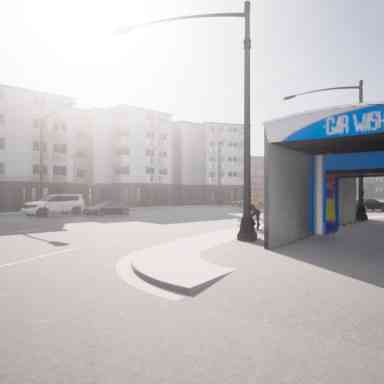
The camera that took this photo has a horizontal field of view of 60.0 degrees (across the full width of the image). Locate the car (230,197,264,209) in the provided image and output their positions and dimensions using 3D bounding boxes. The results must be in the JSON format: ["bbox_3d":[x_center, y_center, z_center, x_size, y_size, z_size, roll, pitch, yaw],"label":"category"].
[{"bbox_3d":[7.646,1.477,46.048,5.008,1.535,1.882,0,0,-24],"label":"car"}]

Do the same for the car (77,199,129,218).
[{"bbox_3d":[-7.804,1.564,30.386,1.994,1.385,4.181,0,0,42],"label":"car"}]

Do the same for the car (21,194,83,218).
[{"bbox_3d":[-12.469,1.223,30.358,2.150,2.045,5.566,0,0,38],"label":"car"}]

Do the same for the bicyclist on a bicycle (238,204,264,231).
[{"bbox_3d":[3.224,1.301,18.277,1.656,1.620,0.582,0,0,38],"label":"bicyclist on a bicycle"}]

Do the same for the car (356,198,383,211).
[{"bbox_3d":[21.028,1.505,39.618,4.892,1.490,1.837,0,0,-18],"label":"car"}]
